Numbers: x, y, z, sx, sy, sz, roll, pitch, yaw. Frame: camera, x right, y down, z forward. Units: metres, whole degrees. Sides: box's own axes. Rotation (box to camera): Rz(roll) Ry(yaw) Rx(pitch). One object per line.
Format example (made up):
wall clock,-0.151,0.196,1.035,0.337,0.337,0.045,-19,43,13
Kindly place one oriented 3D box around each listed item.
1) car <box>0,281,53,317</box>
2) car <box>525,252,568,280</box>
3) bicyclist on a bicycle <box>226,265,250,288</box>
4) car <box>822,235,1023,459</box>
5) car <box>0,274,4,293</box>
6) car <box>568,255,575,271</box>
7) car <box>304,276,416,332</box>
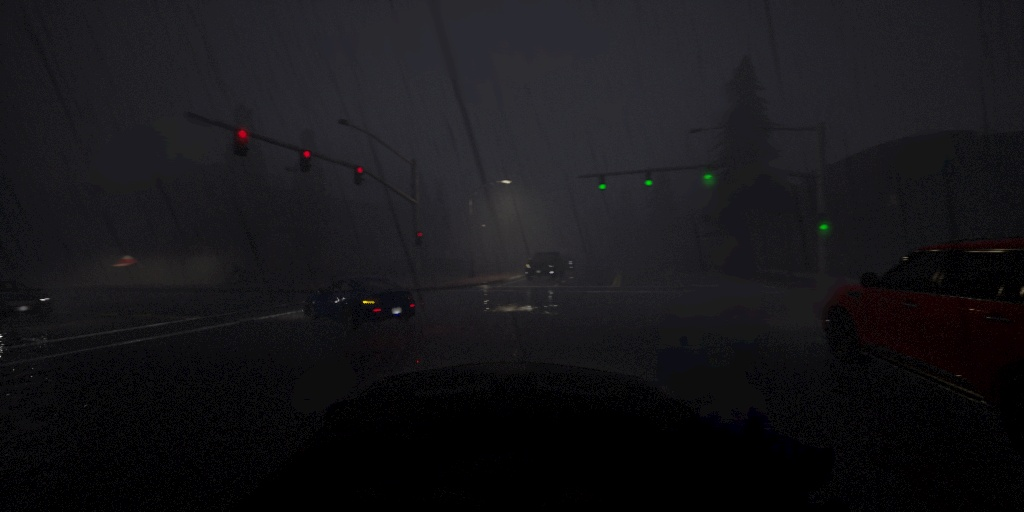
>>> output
car,-20.405,1.737,14.022,4.902,1.511,2.128,-1,0,18
car,2.687,0.706,28.056,2.150,2.045,5.566,-2,0,17
bicyclist on a bicycle,-19.756,1.443,25.886,0.582,1.620,1.656,-2,1,18
car,5.885,0.786,4.008,2.150,2.045,5.566,-1,0,20
car,-44.480,2.303,29.403,5.008,1.535,1.882,-2,0,19
car,5.681,0.673,38.826,2.097,1.767,4.553,-2,0,12
car,-4.840,1.346,11.279,4.674,1.442,1.812,-1,0,42
